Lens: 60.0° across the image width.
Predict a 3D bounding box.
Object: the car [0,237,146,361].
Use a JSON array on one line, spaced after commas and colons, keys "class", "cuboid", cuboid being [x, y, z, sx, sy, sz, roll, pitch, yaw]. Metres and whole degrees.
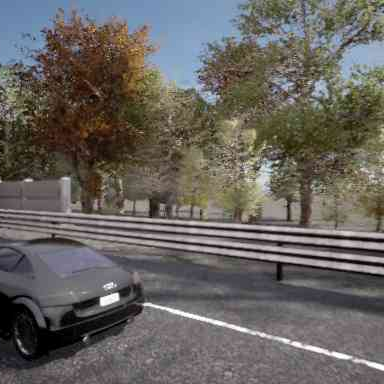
[{"class": "car", "cuboid": [-2.850, 1.536, 5.989, 4.181, 1.385, 1.994, 0, 0, 35]}]
